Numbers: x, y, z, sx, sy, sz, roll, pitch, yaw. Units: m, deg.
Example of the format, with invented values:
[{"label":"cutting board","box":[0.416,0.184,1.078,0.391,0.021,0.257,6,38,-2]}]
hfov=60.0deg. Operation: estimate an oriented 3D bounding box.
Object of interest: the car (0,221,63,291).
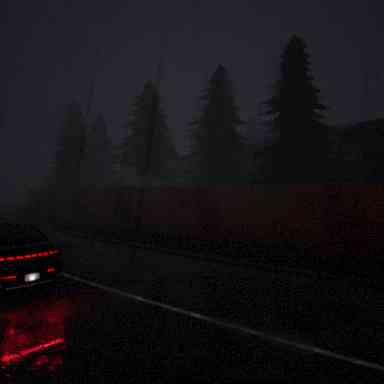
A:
[{"label":"car","box":[-5.104,1.496,8.449,4.892,1.490,1.837,0,0,41]}]
